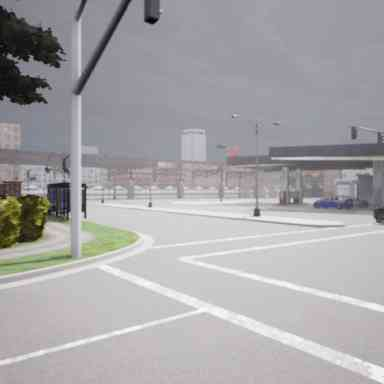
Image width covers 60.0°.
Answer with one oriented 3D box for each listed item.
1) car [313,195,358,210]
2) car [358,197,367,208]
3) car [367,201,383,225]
[{"bbox_3d":[17.049,1.245,40.389,2.242,1.667,4.611,0,0,-35],"label":"car"},{"bbox_3d":[21.313,1.398,44.314,1.970,1.475,3.806,0,0,-35],"label":"car"},{"bbox_3d":[14.331,1.189,20.993,2.150,2.045,5.566,1,0,-19],"label":"car"}]
